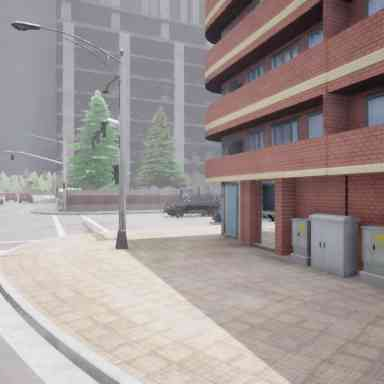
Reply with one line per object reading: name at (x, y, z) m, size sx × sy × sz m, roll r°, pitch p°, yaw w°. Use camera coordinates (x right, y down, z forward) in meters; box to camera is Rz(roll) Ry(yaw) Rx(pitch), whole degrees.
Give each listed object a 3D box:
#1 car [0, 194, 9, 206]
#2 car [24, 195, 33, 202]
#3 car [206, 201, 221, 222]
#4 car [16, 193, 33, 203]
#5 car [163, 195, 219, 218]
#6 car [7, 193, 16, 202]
car at (-32.780, 1.491, 56.081) m, size 2.128 × 1.511 × 4.902 m, roll 0°, pitch 0°, yaw -23°
car at (-38.892, 1.524, 79.102) m, size 1.812 × 1.442 × 4.674 m, roll 0°, pitch 0°, yaw -23°
car at (3.557, 1.619, 24.932) m, size 4.181 × 1.385 × 1.994 m, roll 0°, pitch 0°, yaw -23°
car at (-34.743, 1.225, 69.363) m, size 2.150 × 2.045 × 5.566 m, roll 0°, pitch 0°, yaw -23°
car at (0.088, 1.277, 31.288) m, size 5.566 × 2.045 × 2.150 m, roll 0°, pitch 0°, yaw -23°
car at (-42.170, 1.225, 77.866) m, size 2.150 × 2.045 × 5.566 m, roll 0°, pitch 0°, yaw -23°
